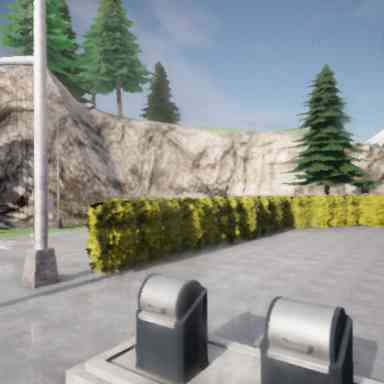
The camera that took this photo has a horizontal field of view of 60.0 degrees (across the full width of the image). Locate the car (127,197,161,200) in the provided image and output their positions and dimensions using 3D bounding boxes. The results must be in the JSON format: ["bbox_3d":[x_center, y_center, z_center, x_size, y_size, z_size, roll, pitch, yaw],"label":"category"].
[{"bbox_3d":[-3.846,1.401,23.134,2.150,2.045,5.566,-1,0,34],"label":"car"}]
